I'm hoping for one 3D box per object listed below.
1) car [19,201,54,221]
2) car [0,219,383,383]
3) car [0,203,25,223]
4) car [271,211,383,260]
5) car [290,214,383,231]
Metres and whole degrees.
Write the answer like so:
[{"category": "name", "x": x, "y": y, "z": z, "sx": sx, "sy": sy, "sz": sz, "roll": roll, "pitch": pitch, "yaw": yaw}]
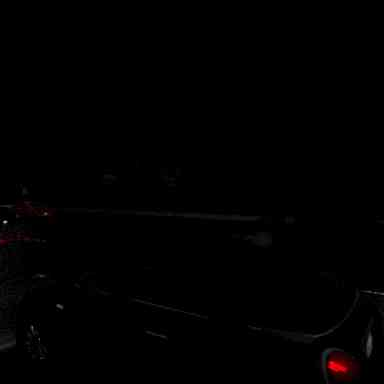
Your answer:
[{"category": "car", "x": -12.833, "y": 1.465, "z": 26.041, "sx": 5.008, "sy": 1.535, "sz": 1.882, "roll": 0, "pitch": 0, "yaw": 35}, {"category": "car", "x": -0.191, "y": 1.351, "z": 4.129, "sx": 4.553, "sy": 1.767, "sz": 2.097, "roll": 0, "pitch": 0, "yaw": 35}, {"category": "car", "x": -13.486, "y": 1.589, "z": 22.208, "sx": 4.718, "sy": 1.301, "sz": 1.895, "roll": 0, "pitch": 0, "yaw": 35}, {"category": "car", "x": 5.479, "y": 1.563, "z": 12.980, "sx": 4.181, "sy": 1.385, "sz": 1.994, "roll": 0, "pitch": 0, "yaw": 35}, {"category": "car", "x": 4.542, "y": 1.477, "z": 9.351, "sx": 5.008, "sy": 1.535, "sz": 1.882, "roll": 0, "pitch": 0, "yaw": 35}]
